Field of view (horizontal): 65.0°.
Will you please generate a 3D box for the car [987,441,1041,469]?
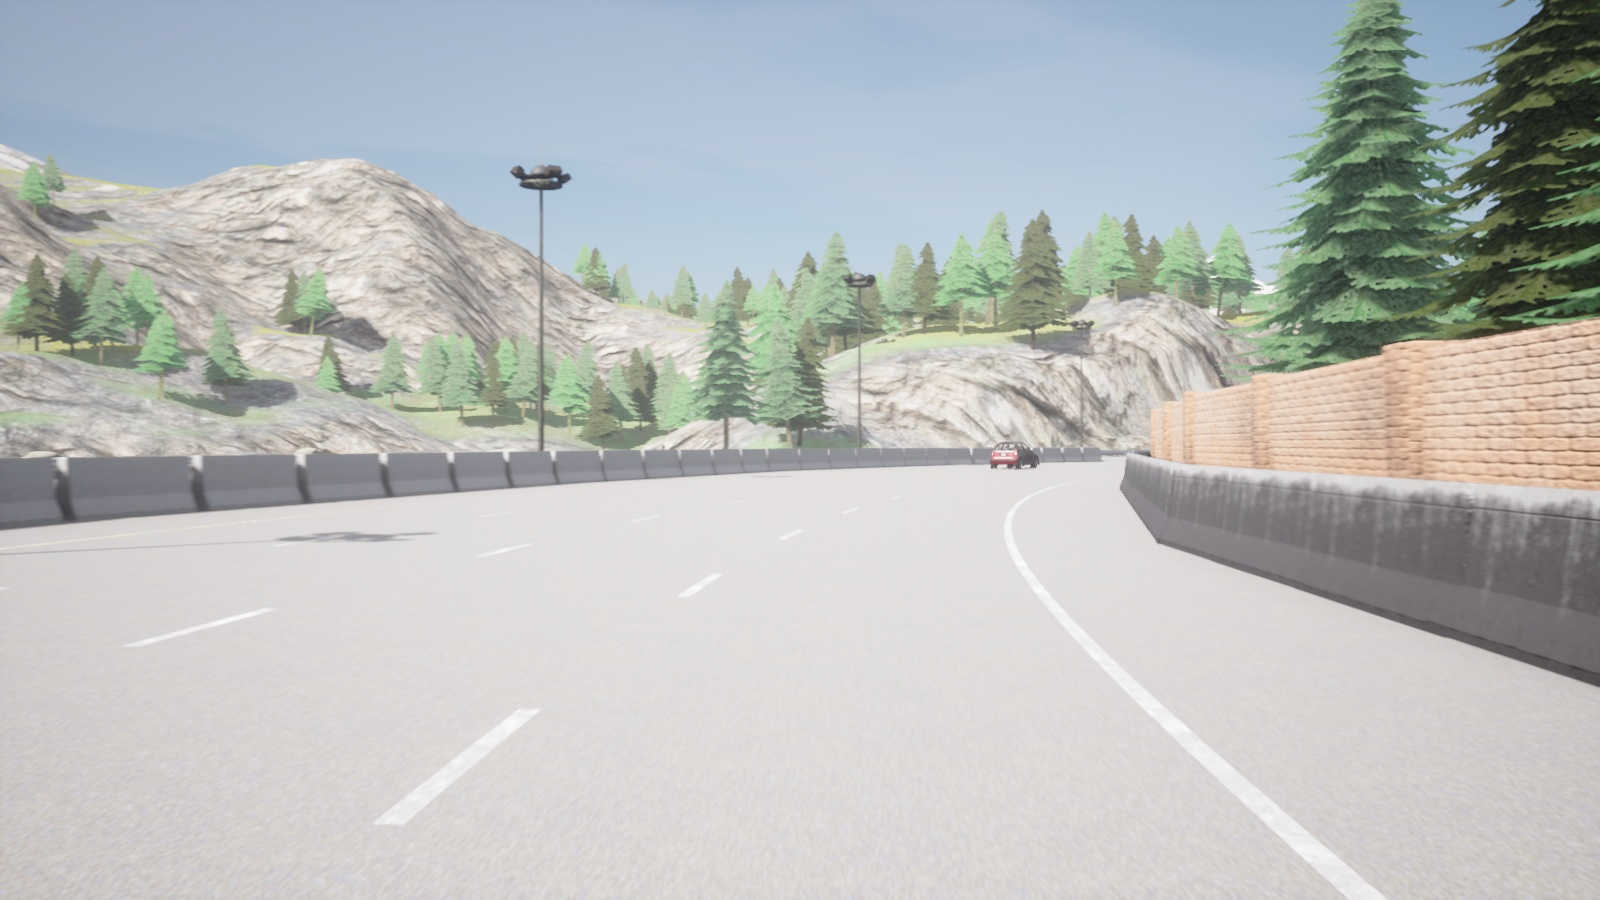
[{"bbox_3d":[12.558,0.278,73.429,1.851,1.617,3.988,0,0,30],"label":"car"}]
